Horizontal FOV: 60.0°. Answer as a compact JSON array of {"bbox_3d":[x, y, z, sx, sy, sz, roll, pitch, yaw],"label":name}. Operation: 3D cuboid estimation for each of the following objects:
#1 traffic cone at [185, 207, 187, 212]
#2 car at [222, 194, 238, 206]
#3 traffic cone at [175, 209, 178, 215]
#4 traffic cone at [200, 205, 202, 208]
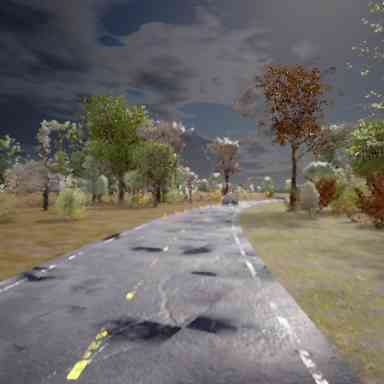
[{"bbox_3d":[-0.732,2.053,38.238,0.340,0.580,0.340,0,0,10],"label":"traffic cone"},{"bbox_3d":[6.931,1.388,60.034,2.150,2.045,5.566,0,0,16],"label":"car"},{"bbox_3d":[-1.565,2.039,33.246,0.340,0.580,0.340,0,0,9],"label":"traffic cone"},{"bbox_3d":[1.272,2.082,48.159,0.340,0.580,0.340,0,0,13],"label":"traffic cone"}]
